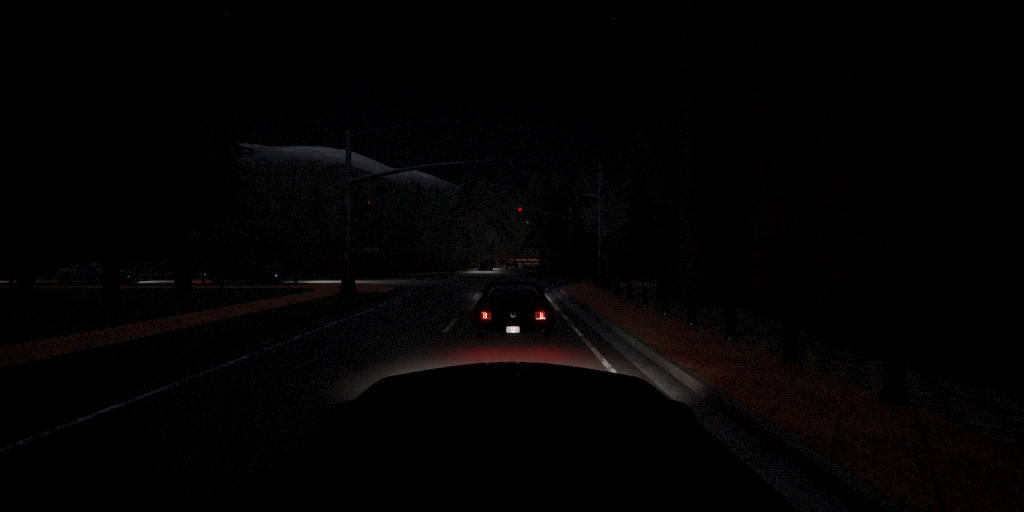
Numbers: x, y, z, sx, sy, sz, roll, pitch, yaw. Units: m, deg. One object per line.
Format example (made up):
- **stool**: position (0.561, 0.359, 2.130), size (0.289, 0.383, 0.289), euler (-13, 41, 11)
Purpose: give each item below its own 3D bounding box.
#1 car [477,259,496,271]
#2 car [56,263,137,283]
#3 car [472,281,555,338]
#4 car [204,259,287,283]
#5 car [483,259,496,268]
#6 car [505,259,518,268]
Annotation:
- **car**: position (-3.694, 1.212, 49.787), size (1.882, 1.535, 5.008), euler (0, 0, 0)
- **car**: position (-30.931, 1.254, 26.713), size (4.674, 1.442, 1.812), euler (0, 0, -1)
- **car**: position (0.042, 1.348, 10.187), size (1.895, 1.301, 4.718), euler (0, 0, 0)
- **car**: position (-20.242, 1.219, 26.978), size (4.902, 1.511, 2.128), euler (0, 0, -1)
- **car**: position (-3.713, 1.295, 59.767), size (1.994, 1.385, 4.181), euler (0, 0, 0)
- **car**: position (-0.040, 1.223, 59.786), size (2.128, 1.511, 4.902), euler (0, 0, 0)
